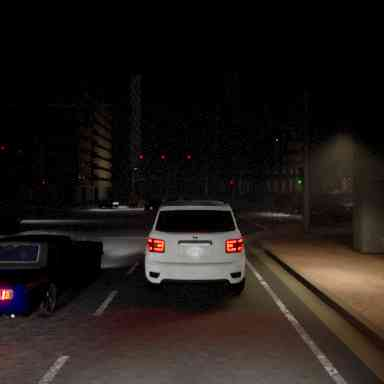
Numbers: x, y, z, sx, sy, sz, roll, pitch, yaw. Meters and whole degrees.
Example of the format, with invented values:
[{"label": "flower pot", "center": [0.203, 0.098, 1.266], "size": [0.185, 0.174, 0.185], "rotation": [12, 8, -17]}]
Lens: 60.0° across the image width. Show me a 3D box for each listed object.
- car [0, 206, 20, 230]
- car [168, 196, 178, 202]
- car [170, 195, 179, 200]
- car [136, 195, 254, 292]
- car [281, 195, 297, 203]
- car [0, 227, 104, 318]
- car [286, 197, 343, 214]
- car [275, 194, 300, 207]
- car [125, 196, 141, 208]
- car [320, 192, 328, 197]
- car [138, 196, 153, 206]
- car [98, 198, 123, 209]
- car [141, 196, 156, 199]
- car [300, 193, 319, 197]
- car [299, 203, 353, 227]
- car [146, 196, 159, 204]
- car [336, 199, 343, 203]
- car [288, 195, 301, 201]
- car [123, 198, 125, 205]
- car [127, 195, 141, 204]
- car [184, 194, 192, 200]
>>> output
[{"label": "car", "center": [-11.742, 1.478, 19.250], "size": [5.008, 1.535, 1.882], "rotation": [0, -2, 41]}, {"label": "car", "center": [-4.453, 1.550, 77.656], "size": [1.994, 1.385, 4.181], "rotation": [0, 0, 0]}, {"label": "car", "center": [-4.490, 1.378, 85.809], "size": [1.994, 1.385, 4.181], "rotation": [0, 0, 0]}, {"label": "car", "center": [0.093, 1.221, 9.100], "size": [2.150, 2.045, 5.566], "rotation": [0, 0, 1]}, {"label": "car", "center": [18.817, 1.395, 64.543], "size": [1.970, 1.475, 3.806], "rotation": [0, 0, 0]}, {"label": "car", "center": [-3.420, 1.601, 7.348], "size": [1.895, 1.301, 4.718], "rotation": [0, 0, 1]}, {"label": "car", "center": [12.294, 1.505, 32.896], "size": [4.892, 1.490, 1.837], "rotation": [0, 0, 0]}, {"label": "car", "center": [13.236, 1.153, 47.125], "size": [1.932, 1.855, 4.605], "rotation": [0, 0, 0]}, {"label": "car", "center": [-7.912, 1.477, 47.804], "size": [1.882, 1.535, 5.008], "rotation": [0, 0, 0]}, {"label": "car", "center": [30.148, 1.153, 79.707], "size": [1.932, 1.855, 4.605], "rotation": [0, 0, 0]}, {"label": "car", "center": [-7.942, 1.504, 57.076], "size": [1.837, 1.490, 4.892], "rotation": [0, 0, 0]}, {"label": "car", "center": [-11.407, 1.547, 45.705], "size": [2.033, 1.411, 5.357], "rotation": [0, 0, 0]}, {"label": "car", "center": [-4.350, 1.505, 39.314], "size": [1.837, 1.490, 4.892], "rotation": [1, 0, 4]}, {"label": "car", "center": [16.130, 1.156, 47.073], "size": [1.905, 1.878, 3.866], "rotation": [0, 0, 0]}, {"label": "car", "center": [9.953, 1.601, 22.222], "size": [4.718, 1.301, 1.895], "rotation": [0, 0, 0]}, {"label": "car", "center": [-7.920, 1.547, 67.686], "size": [2.033, 1.411, 5.357], "rotation": [0, 0, 0]}, {"label": "car", "center": [15.449, 1.564, 29.361], "size": [4.181, 1.385, 1.994], "rotation": [0, 0, 1]}, {"label": "car", "center": [24.570, 1.395, 79.651], "size": [1.970, 1.475, 3.806], "rotation": [0, 0, 0]}, {"label": "car", "center": [-11.439, 1.601, 55.297], "size": [1.895, 1.301, 4.718], "rotation": [0, 0, 0]}, {"label": "car", "center": [-11.428, 1.477, 65.783], "size": [1.882, 1.535, 5.008], "rotation": [0, 0, 0]}, {"label": "car", "center": [-0.990, 1.303, 85.825], "size": [1.882, 1.535, 5.008], "rotation": [0, 0, 0]}]
